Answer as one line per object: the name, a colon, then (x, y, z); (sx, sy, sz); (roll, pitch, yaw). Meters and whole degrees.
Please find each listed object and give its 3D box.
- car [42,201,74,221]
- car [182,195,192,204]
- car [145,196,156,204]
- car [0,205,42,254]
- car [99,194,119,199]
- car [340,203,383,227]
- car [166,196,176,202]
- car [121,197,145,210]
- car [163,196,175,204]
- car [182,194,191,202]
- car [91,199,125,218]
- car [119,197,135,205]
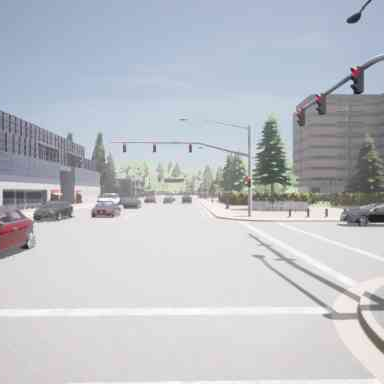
car: (-11.115, 1.503, 27.139); (1.837, 1.490, 4.892); (0, 0, -1)
car: (-0.985, 1.505, 64.990); (1.837, 1.490, 4.892); (0, 0, -1)
car: (-8.115, 1.477, 65.027); (1.882, 1.535, 5.008); (0, 0, 0)
car: (-7.267, 1.352, 11.326); (2.097, 1.767, 4.553); (0, 0, -1)
car: (-11.413, 1.223, 45.714); (2.150, 2.045, 5.566); (0, 0, -1)
car: (12.499, 1.491, 22.272); (4.902, 1.511, 2.128); (0, 0, -1)
car: (-4.728, 1.509, 75.301); (1.895, 1.301, 4.718); (0, 0, -1)
car: (-7.895, 1.477, 44.066); (1.882, 1.535, 5.008); (0, 0, -1)
car: (-4.582, 1.547, 64.666); (2.033, 1.411, 5.357); (0, 0, -1)
car: (-1.223, 1.355, 75.056); (2.097, 1.767, 4.553); (0, 0, -1)
car: (-7.672, 1.563, 29.974); (1.994, 1.385, 4.181); (0, 0, -1)
car: (-11.583, 1.563, 59.369); (1.994, 1.385, 4.181); (0, 0, -1)
